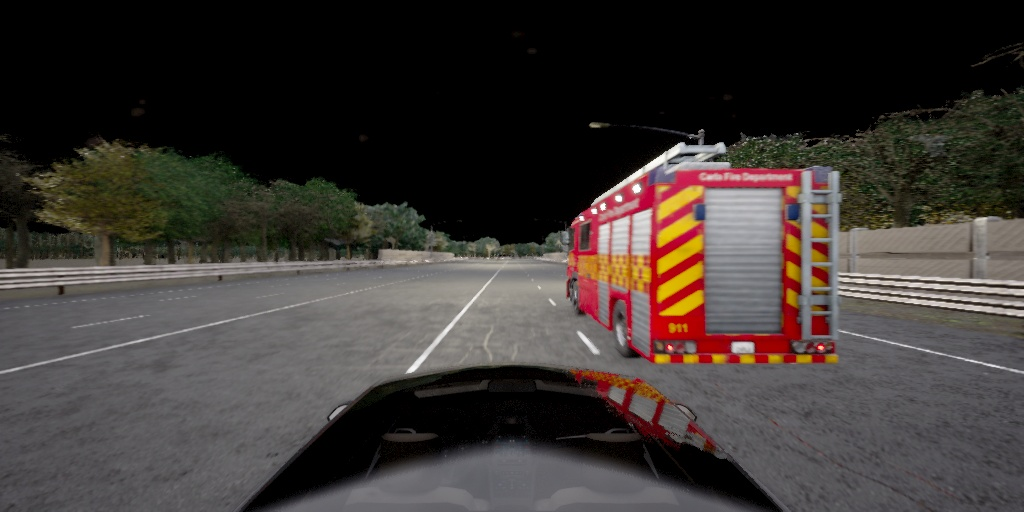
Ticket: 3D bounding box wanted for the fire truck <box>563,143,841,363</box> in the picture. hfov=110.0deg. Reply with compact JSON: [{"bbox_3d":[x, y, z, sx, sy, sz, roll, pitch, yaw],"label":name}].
[{"bbox_3d":[3.506,0.098,9.489,2.891,3.827,8.468,0,0,0],"label":"fire truck"}]
